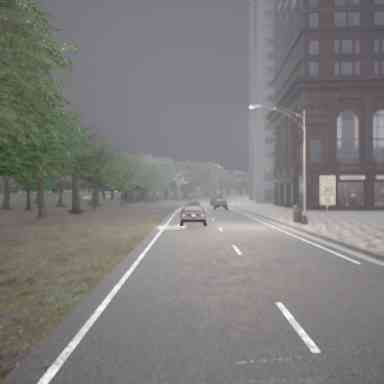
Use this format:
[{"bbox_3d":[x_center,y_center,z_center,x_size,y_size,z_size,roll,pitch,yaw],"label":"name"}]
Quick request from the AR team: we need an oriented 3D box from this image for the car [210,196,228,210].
[{"bbox_3d":[3.728,1.593,44.220,1.837,1.490,4.892,0,0,2],"label":"car"}]

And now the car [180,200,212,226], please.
[{"bbox_3d":[0.086,1.555,23.717,2.033,1.411,5.357,0,0,0],"label":"car"}]

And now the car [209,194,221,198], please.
[{"bbox_3d":[4.188,1.380,57.455,2.150,2.045,5.566,0,0,4],"label":"car"}]
